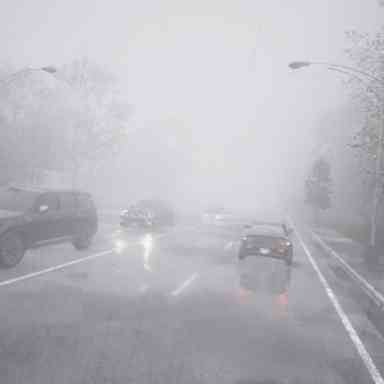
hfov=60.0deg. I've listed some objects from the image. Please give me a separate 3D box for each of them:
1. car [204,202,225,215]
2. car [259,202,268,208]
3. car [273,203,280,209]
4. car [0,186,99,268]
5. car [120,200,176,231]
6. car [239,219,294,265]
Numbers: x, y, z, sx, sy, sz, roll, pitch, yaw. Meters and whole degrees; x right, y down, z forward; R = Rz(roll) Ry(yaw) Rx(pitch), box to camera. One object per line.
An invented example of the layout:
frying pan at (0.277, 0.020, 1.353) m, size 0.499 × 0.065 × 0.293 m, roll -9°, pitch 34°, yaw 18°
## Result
car at (2.818, 1.946, 40.358) m, size 1.812 × 1.442 × 4.674 m, roll 5°, pitch -1°, yaw 15°
car at (19.158, 3.484, 89.233) m, size 1.994 × 1.385 × 4.181 m, roll 5°, pitch 0°, yaw 15°
car at (22.435, 3.715, 87.960) m, size 2.128 × 1.511 × 4.902 m, roll 5°, pitch 0°, yaw 15°
car at (-5.034, 0.867, 10.360) m, size 2.150 × 2.045 × 5.566 m, roll 5°, pitch 0°, yaw 15°
car at (-2.511, 1.250, 20.092) m, size 2.097 × 1.767 × 4.553 m, roll 5°, pitch -1°, yaw 15°
car at (2.990, 1.828, 13.175) m, size 1.812 × 1.442 × 4.674 m, roll 5°, pitch 0°, yaw 15°
